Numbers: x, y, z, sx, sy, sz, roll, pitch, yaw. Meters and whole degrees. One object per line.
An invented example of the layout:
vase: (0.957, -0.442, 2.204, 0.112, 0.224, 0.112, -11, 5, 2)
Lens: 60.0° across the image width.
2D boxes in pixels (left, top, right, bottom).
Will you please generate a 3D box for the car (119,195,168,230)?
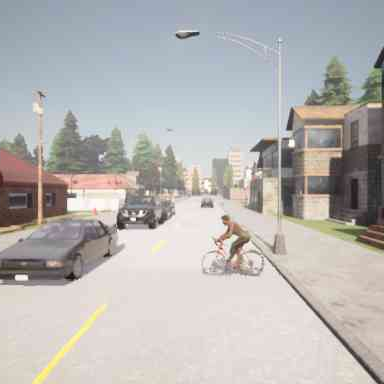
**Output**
car: (-3.192, 1.217, 21.606, 2.150, 2.045, 5.566, 0, 0, 3)

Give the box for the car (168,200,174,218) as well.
car: (-2.849, 1.557, 27.008, 1.994, 1.385, 4.181, 0, 0, 3)

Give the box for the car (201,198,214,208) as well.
car: (2.203, 1.535, 48.001, 2.033, 1.411, 5.357, 0, 0, 3)

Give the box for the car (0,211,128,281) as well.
car: (-3.711, 1.545, 10.156, 2.033, 1.411, 5.357, 0, 0, 3)

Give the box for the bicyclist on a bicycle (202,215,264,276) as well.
bicyclist on a bicycle: (1.061, 1.425, 8.765, 1.656, 1.620, 0.582, -1, 0, 2)
